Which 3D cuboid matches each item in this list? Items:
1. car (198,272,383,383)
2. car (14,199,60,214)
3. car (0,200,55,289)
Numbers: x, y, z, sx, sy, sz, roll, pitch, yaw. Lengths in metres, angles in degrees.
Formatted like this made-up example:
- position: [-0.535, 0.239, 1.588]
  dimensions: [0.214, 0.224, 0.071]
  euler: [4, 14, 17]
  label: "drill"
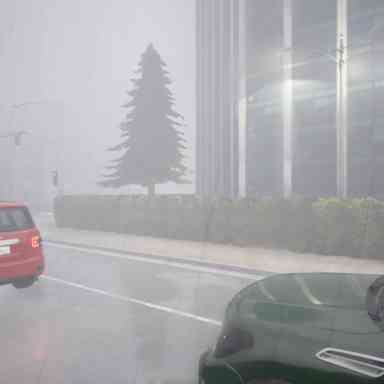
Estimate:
- position: [2.711, 1.221, 2.057]
  dimensions: [5.566, 2.045, 2.150]
  euler: [0, 0, 36]
  label: "car"
- position: [-17.214, 1.564, 37.021]
  dimensions: [1.994, 1.385, 4.181]
  euler: [0, 0, 36]
  label: "car"
- position: [-5.762, 1.221, 8.033]
  dimensions: [5.566, 2.045, 2.150]
  euler: [0, 0, 38]
  label: "car"
